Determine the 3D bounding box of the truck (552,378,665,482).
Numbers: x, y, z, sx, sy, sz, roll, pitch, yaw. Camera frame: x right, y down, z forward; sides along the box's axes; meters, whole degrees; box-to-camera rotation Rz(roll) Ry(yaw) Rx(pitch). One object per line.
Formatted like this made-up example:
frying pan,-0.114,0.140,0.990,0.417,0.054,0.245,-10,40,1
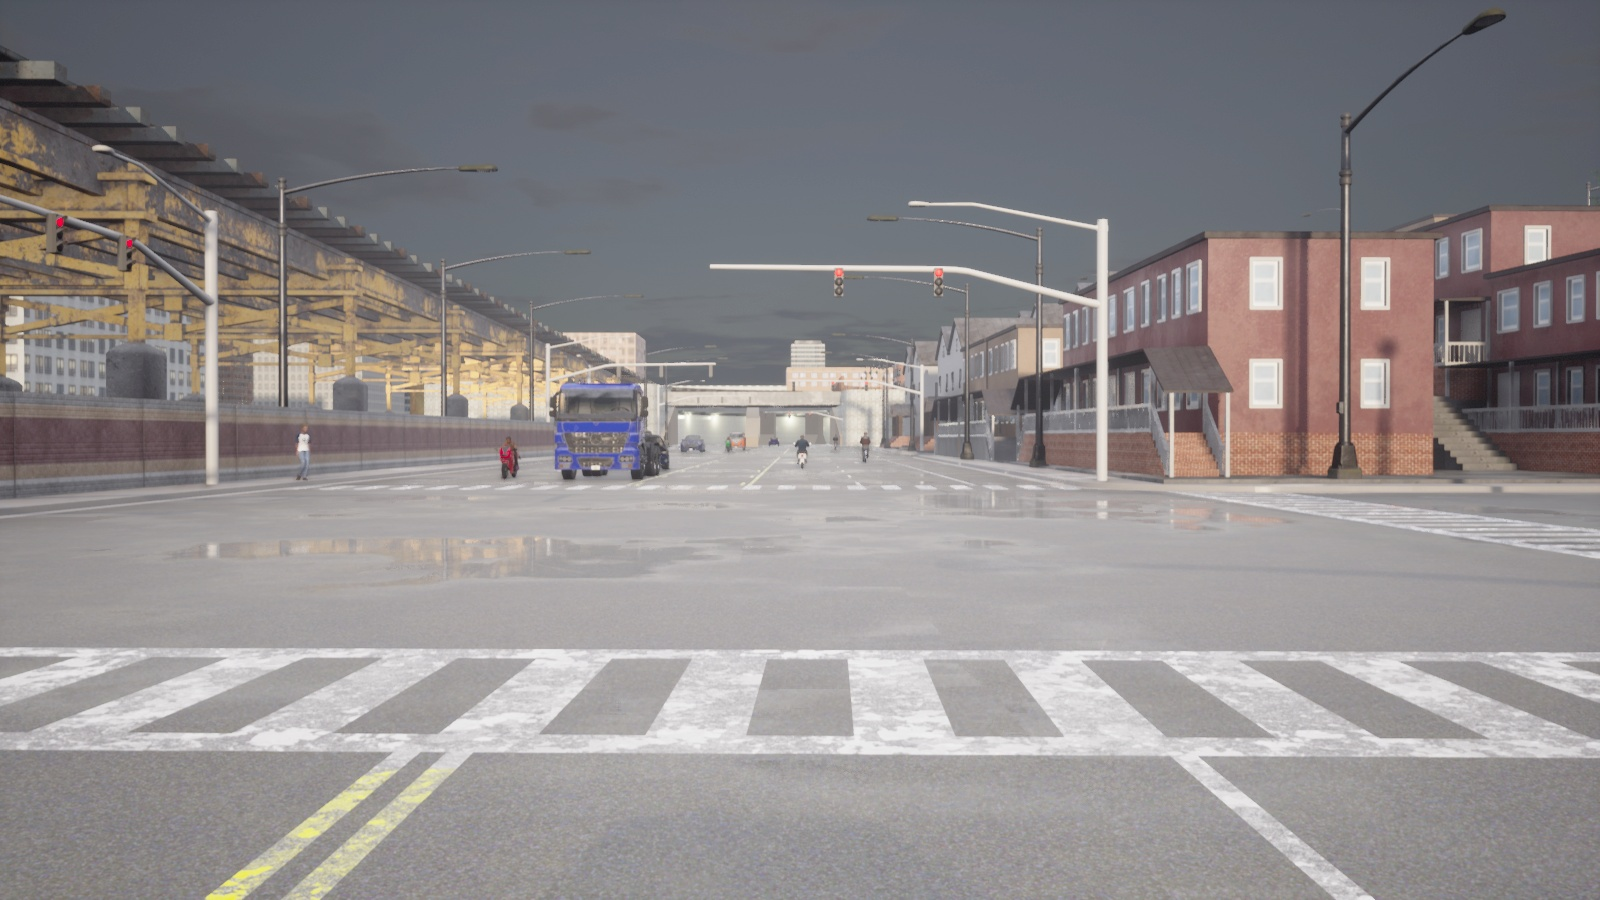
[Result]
truck,-6.849,-0.709,46.075,2.891,3.462,7.936,0,1,0

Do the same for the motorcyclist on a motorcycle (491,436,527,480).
motorcyclist on a motorcycle,-10.412,0.263,44.985,0.797,1.523,2.044,0,1,0

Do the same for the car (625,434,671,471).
car,-7.048,0.079,58.094,2.033,1.649,4.856,0,1,-7

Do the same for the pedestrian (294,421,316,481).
pedestrian,-15.325,0.015,38.859,0.706,1.836,0.354,1,1,41
